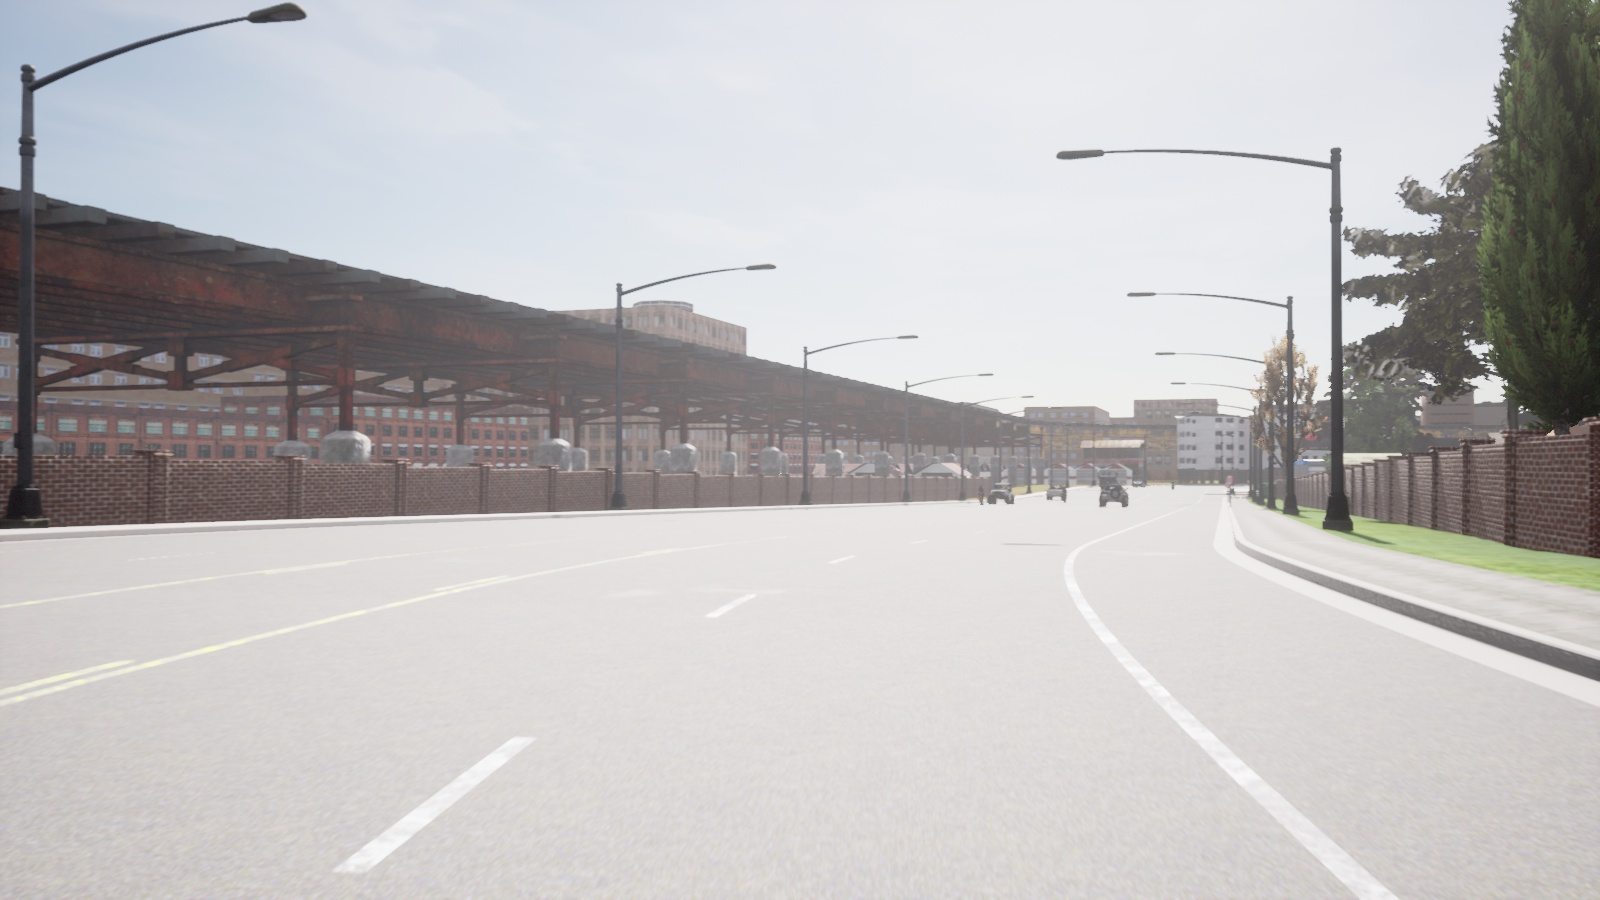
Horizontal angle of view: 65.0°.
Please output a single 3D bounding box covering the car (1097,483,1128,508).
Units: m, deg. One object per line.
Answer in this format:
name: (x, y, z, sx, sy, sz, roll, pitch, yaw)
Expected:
car: (23.876, 3.458, 95.767, 1.932, 1.855, 4.605, 0, -2, 19)
